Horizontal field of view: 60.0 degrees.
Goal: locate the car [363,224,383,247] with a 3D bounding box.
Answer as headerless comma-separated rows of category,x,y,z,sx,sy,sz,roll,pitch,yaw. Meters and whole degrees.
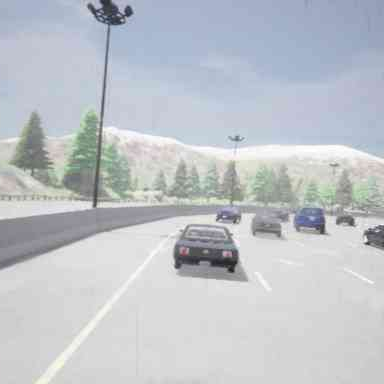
car,11.563,2.578,19.145,1.837,1.490,4.892,4,0,7

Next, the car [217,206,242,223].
car,3.588,2.103,31.886,1.812,1.442,4.674,4,0,16

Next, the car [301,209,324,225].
car,14.836,3.009,40.869,1.882,1.535,5.008,4,0,28

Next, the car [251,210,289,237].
car,5.012,2.147,22.613,2.033,1.411,5.357,4,-1,10

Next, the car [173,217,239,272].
car,0.468,1.745,11.522,1.895,1.301,4.718,4,-1,2

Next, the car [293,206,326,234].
car,9.749,2.238,27.815,2.150,2.045,5.566,4,0,14

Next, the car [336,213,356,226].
car,19.336,3.395,41.870,1.837,1.490,4.892,3,-1,30

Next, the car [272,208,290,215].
car,10.498,2.680,39.918,2.128,1.511,4.902,4,0,25
